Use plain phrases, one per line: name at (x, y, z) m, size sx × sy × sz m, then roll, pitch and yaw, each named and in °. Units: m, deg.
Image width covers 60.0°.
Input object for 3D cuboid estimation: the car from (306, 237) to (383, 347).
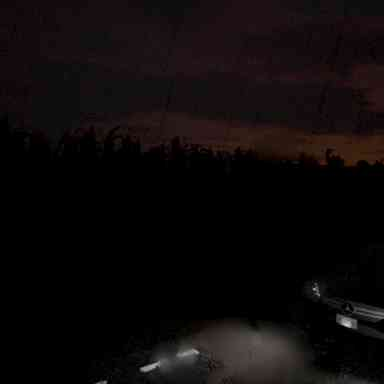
car at (4.027, 1.526, 5.946) m, size 4.674 × 1.442 × 1.812 m, roll 0°, pitch 0°, yaw -36°
